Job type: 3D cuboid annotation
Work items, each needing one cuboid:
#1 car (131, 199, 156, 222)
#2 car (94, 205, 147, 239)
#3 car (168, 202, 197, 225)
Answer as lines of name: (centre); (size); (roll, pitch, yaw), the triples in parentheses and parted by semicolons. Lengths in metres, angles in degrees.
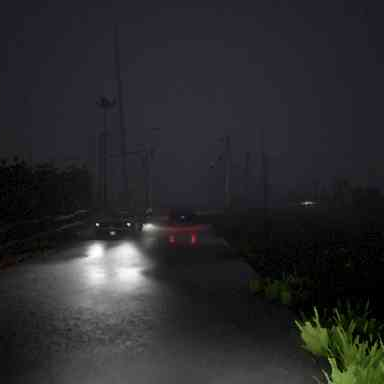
car: (-3.953, 1.355, 25.955); (2.097, 1.767, 4.553); (0, 0, -2)
car: (-3.741, 1.601, 17.612); (1.895, 1.301, 4.718); (0, 0, -2)
car: (-0.687, 1.478, 24.128); (1.882, 1.535, 5.008); (0, 0, -2)
